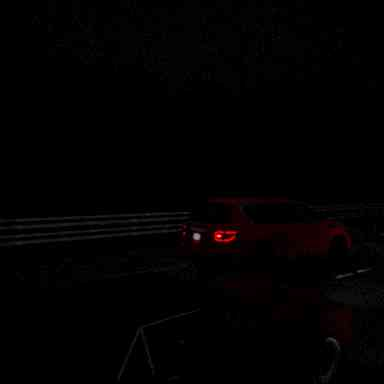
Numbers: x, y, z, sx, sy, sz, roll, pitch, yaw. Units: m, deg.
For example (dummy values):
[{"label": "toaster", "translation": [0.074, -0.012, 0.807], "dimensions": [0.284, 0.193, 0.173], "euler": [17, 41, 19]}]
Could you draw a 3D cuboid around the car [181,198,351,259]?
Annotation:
[{"label": "car", "translation": [2.307, 1.186, 9.685], "dimensions": [5.566, 2.045, 2.150], "euler": [0, 0, -35]}]

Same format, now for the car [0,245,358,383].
[{"label": "car", "translation": [-0.248, 1.600, 3.576], "dimensions": [4.718, 1.301, 1.895], "euler": [0, 0, -36]}]
